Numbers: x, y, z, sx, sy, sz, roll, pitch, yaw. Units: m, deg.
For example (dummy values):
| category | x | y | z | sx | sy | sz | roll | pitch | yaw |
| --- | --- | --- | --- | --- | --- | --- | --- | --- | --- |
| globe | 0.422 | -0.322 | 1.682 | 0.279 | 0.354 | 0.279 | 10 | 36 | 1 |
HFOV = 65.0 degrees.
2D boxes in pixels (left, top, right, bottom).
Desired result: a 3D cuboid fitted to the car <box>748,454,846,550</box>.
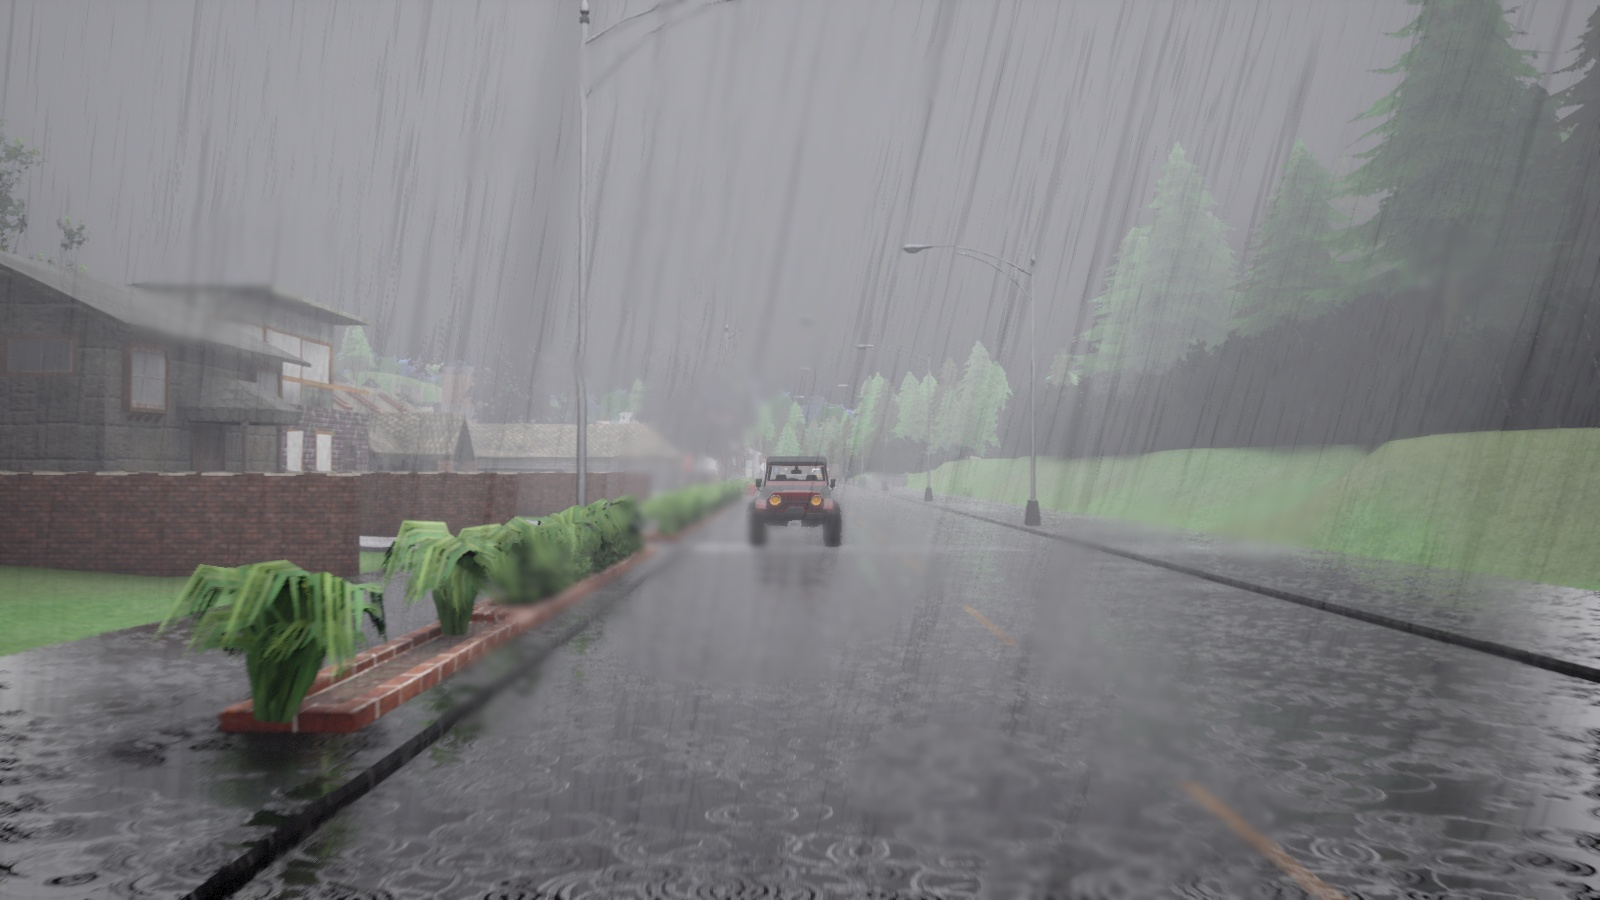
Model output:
| category | x | y | z | sx | sy | sz | roll | pitch | yaw |
| --- | --- | --- | --- | --- | --- | --- | --- | --- | --- |
| car | -0.066 | 1.056 | 26.589 | 1.905 | 1.878 | 3.866 | 0 | -1 | 0 |
